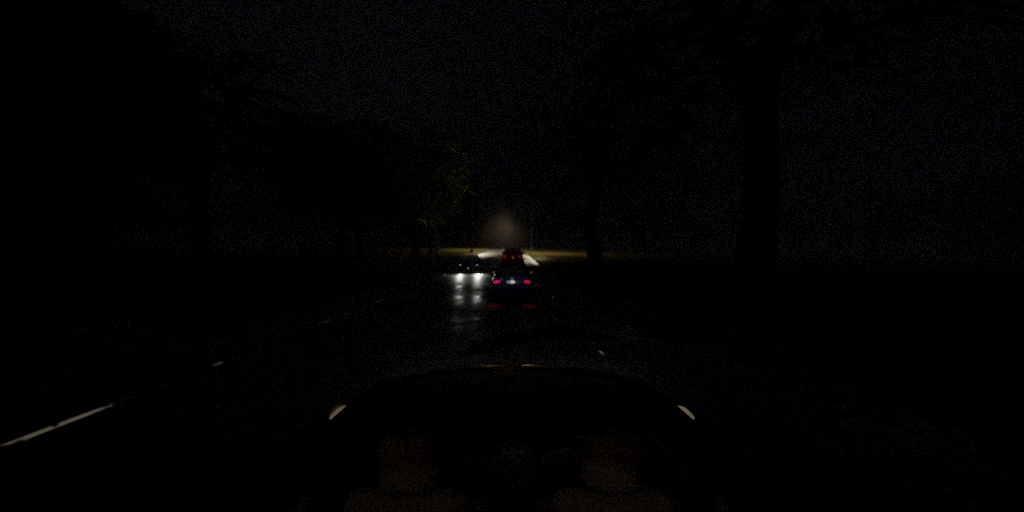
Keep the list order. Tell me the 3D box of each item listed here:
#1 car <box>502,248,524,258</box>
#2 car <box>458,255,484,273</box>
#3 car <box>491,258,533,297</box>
[{"bbox_3d":[0.088,0.126,38.162,2.150,2.045,5.566,0,2,0],"label":"car"},{"bbox_3d":[-3.519,0.640,31.282,1.812,1.442,4.674,0,1,0],"label":"car"},{"bbox_3d":[0.021,1.032,16.855,2.033,1.411,5.357,0,1,0],"label":"car"}]
